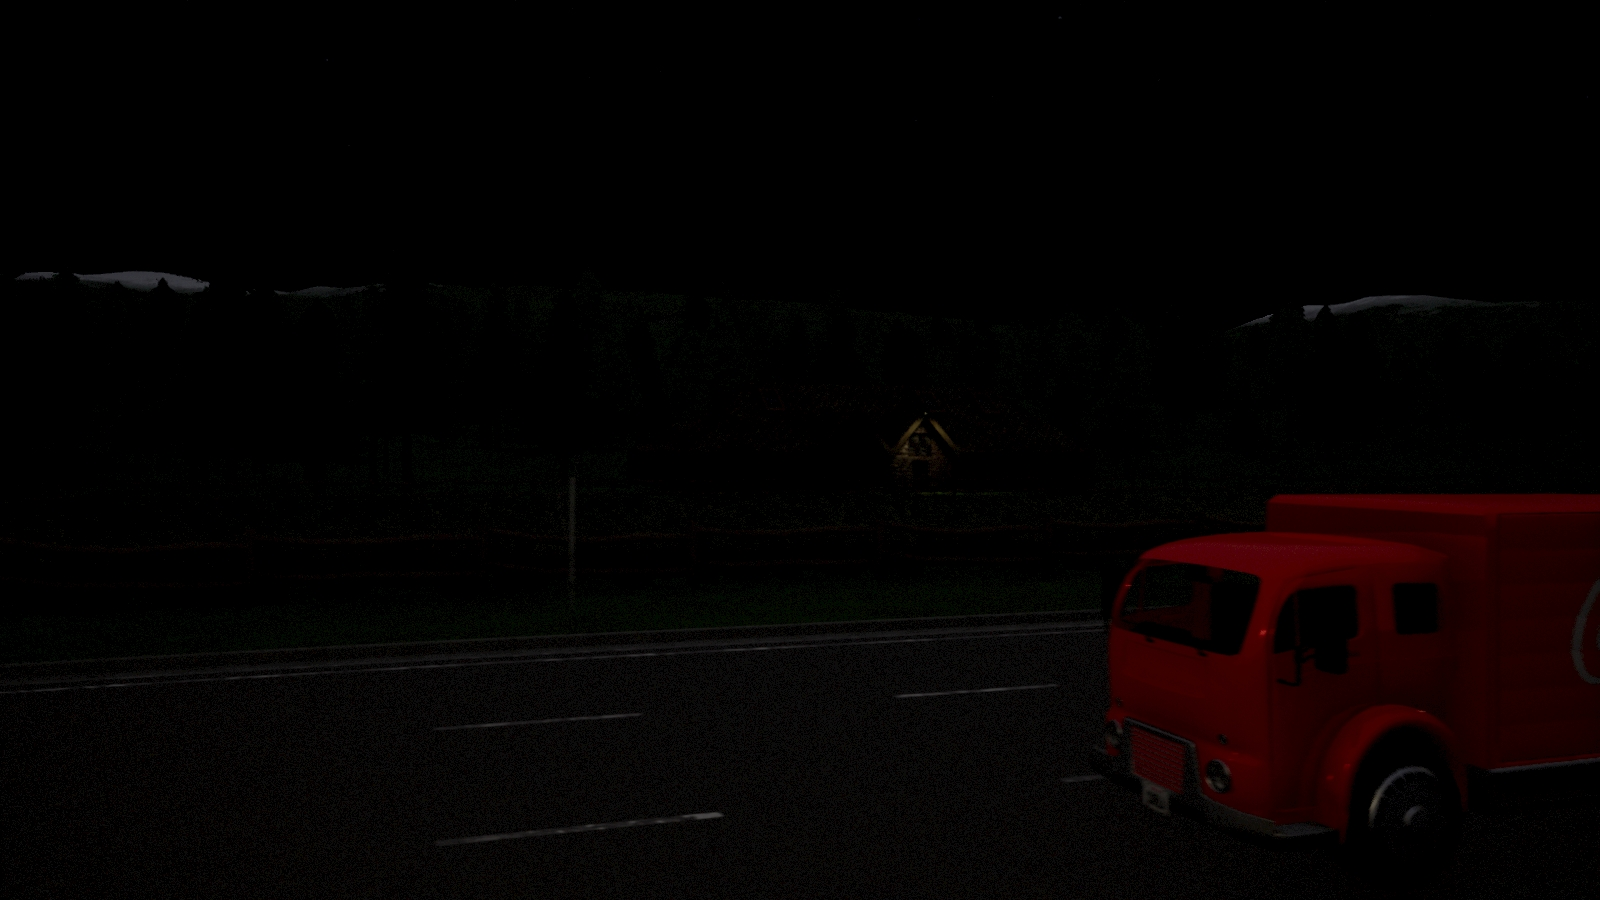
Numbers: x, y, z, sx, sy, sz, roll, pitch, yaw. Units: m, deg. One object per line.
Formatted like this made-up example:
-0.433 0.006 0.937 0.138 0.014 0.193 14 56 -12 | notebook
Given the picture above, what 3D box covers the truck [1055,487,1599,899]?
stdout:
4.925 1.582 8.717 5.204 2.467 2.627 0 0 -18 | truck
